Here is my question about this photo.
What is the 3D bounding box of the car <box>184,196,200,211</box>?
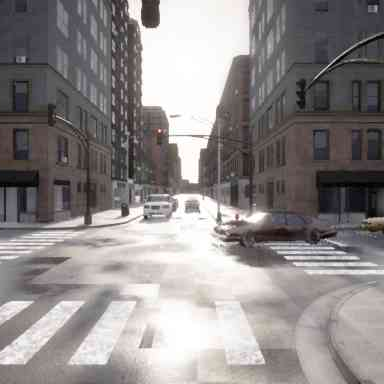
[{"bbox_3d":[0.034,1.536,40.250,2.033,1.411,5.357,0,0,0],"label":"car"}]

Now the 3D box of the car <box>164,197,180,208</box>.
[{"bbox_3d":[-2.919,1.530,49.754,2.033,1.411,5.357,0,0,0],"label":"car"}]

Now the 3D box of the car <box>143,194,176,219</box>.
[{"bbox_3d":[-2.893,1.216,29.207,2.150,2.045,5.566,0,0,0],"label":"car"}]

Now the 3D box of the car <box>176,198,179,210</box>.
[{"bbox_3d":[-2.904,1.342,39.472,2.097,1.767,4.553,0,0,0],"label":"car"}]

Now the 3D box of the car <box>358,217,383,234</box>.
[{"bbox_3d":[11.606,1.554,17.912,4.829,1.417,1.752,0,0,0],"label":"car"}]

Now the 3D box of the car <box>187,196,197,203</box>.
[{"bbox_3d":[-0.005,1.565,70.069,1.895,1.301,4.718,0,0,0],"label":"car"}]

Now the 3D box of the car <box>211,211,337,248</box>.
[{"bbox_3d":[3.618,1.554,14.588,5.357,1.411,2.033,0,0,-15],"label":"car"}]
